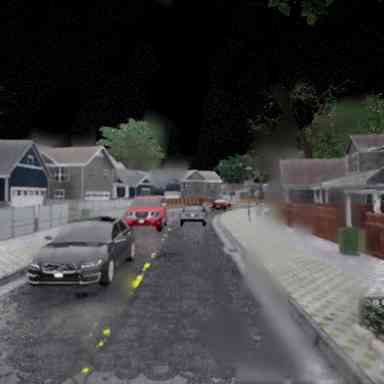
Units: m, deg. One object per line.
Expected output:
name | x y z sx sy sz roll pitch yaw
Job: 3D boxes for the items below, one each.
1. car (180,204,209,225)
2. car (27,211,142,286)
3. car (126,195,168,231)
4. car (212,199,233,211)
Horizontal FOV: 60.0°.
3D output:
car | 0.188 1.572 24.095 2.033 1.411 5.357 0 0 4
car | -2.833 1.513 9.522 1.837 1.490 4.892 0 0 0
car | -2.755 1.244 20.921 2.150 2.045 5.566 0 0 0
car | 4.029 1.663 43.674 1.882 1.535 5.008 0 -1 18
